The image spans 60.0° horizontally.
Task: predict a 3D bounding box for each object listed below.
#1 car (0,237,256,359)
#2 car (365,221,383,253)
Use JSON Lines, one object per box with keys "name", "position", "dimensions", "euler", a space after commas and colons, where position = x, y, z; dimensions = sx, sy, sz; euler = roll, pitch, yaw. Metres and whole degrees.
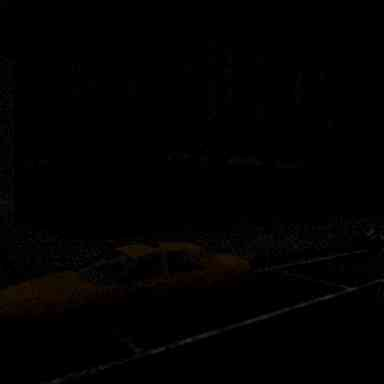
{"name": "car", "position": [-0.972, 1.533, 5.956], "dimensions": [4.829, 1.417, 1.752], "euler": [0, 0, -35]}
{"name": "car", "position": [8.296, 1.483, 12.550], "dimensions": [4.097, 1.590, 1.967], "euler": [0, 0, -35]}
